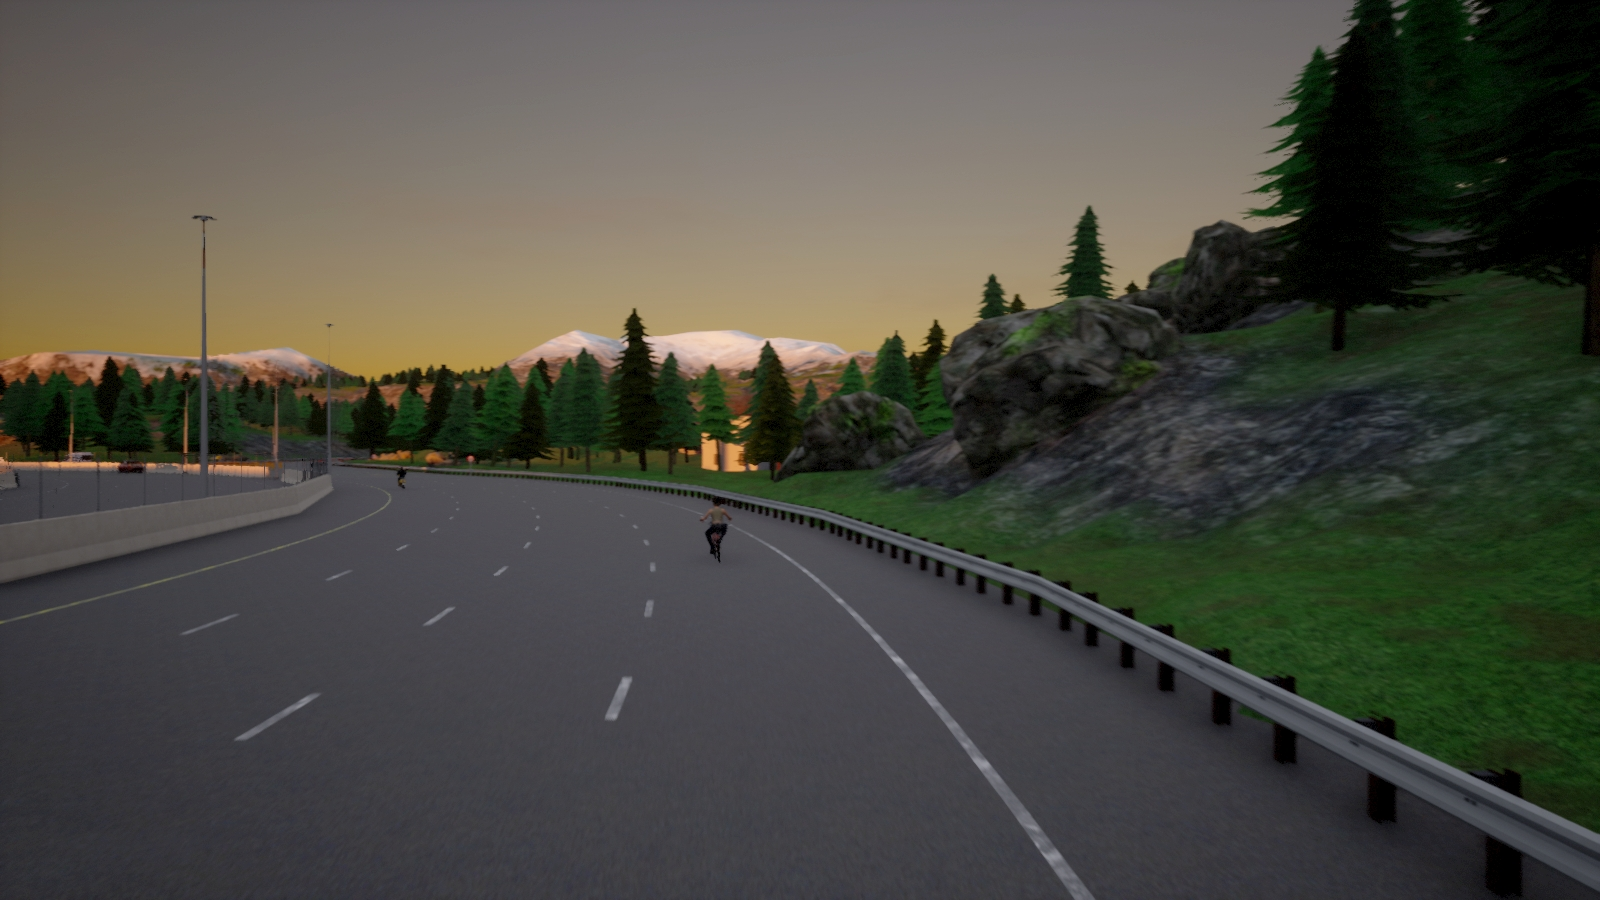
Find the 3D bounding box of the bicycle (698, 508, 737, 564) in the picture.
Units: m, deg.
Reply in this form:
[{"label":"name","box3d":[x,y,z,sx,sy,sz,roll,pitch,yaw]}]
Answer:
[{"label":"bicycle","box3d":[-2.106,2.152,28.981,0.859,1.295,1.487,-1,0,-9]}]
